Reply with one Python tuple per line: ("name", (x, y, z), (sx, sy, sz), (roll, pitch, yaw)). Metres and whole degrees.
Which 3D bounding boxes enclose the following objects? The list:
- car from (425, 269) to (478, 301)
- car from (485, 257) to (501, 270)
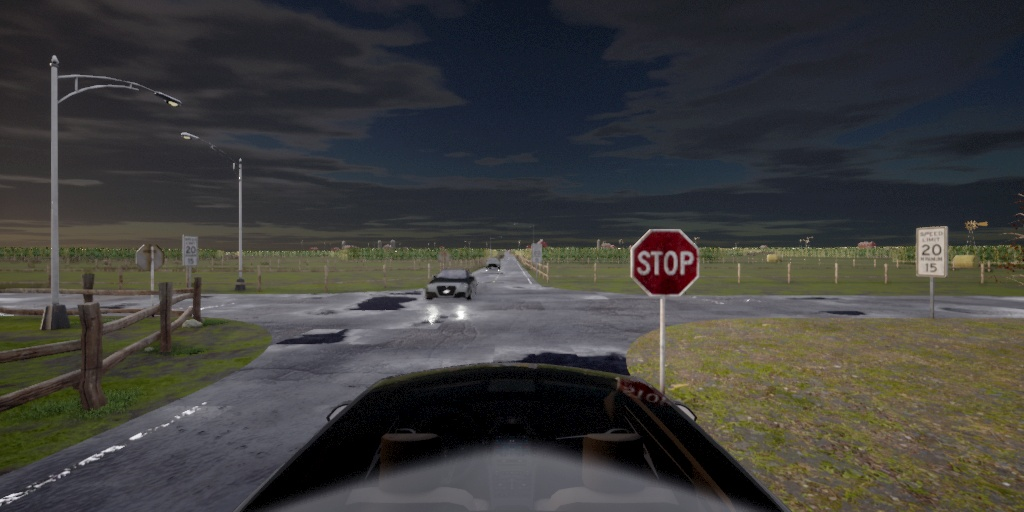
("car", (-2.746, 1.295, 17.018), (1.994, 1.385, 4.181), (0, 0, 0))
("car", (-2.741, 1.007, 52.147), (2.097, 1.767, 4.553), (0, 0, 0))
